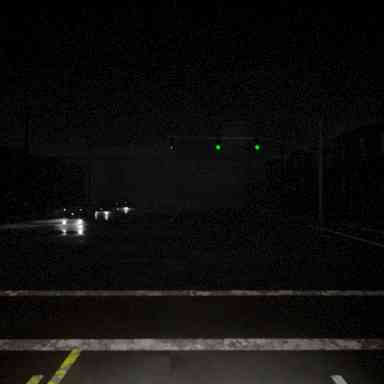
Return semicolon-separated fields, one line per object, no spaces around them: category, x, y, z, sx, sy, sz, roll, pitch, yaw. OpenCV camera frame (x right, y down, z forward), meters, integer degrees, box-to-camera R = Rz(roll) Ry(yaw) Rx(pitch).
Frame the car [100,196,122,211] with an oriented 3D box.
car;-10.584;1.616;41.384;2.033;1.411;5.357;0;0;0

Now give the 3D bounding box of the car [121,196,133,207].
car;-10.573;1.437;51.372;2.097;1.767;4.553;0;0;0

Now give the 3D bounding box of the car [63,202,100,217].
car;-10.580;1.653;31.660;1.895;1.301;4.718;0;0;0
